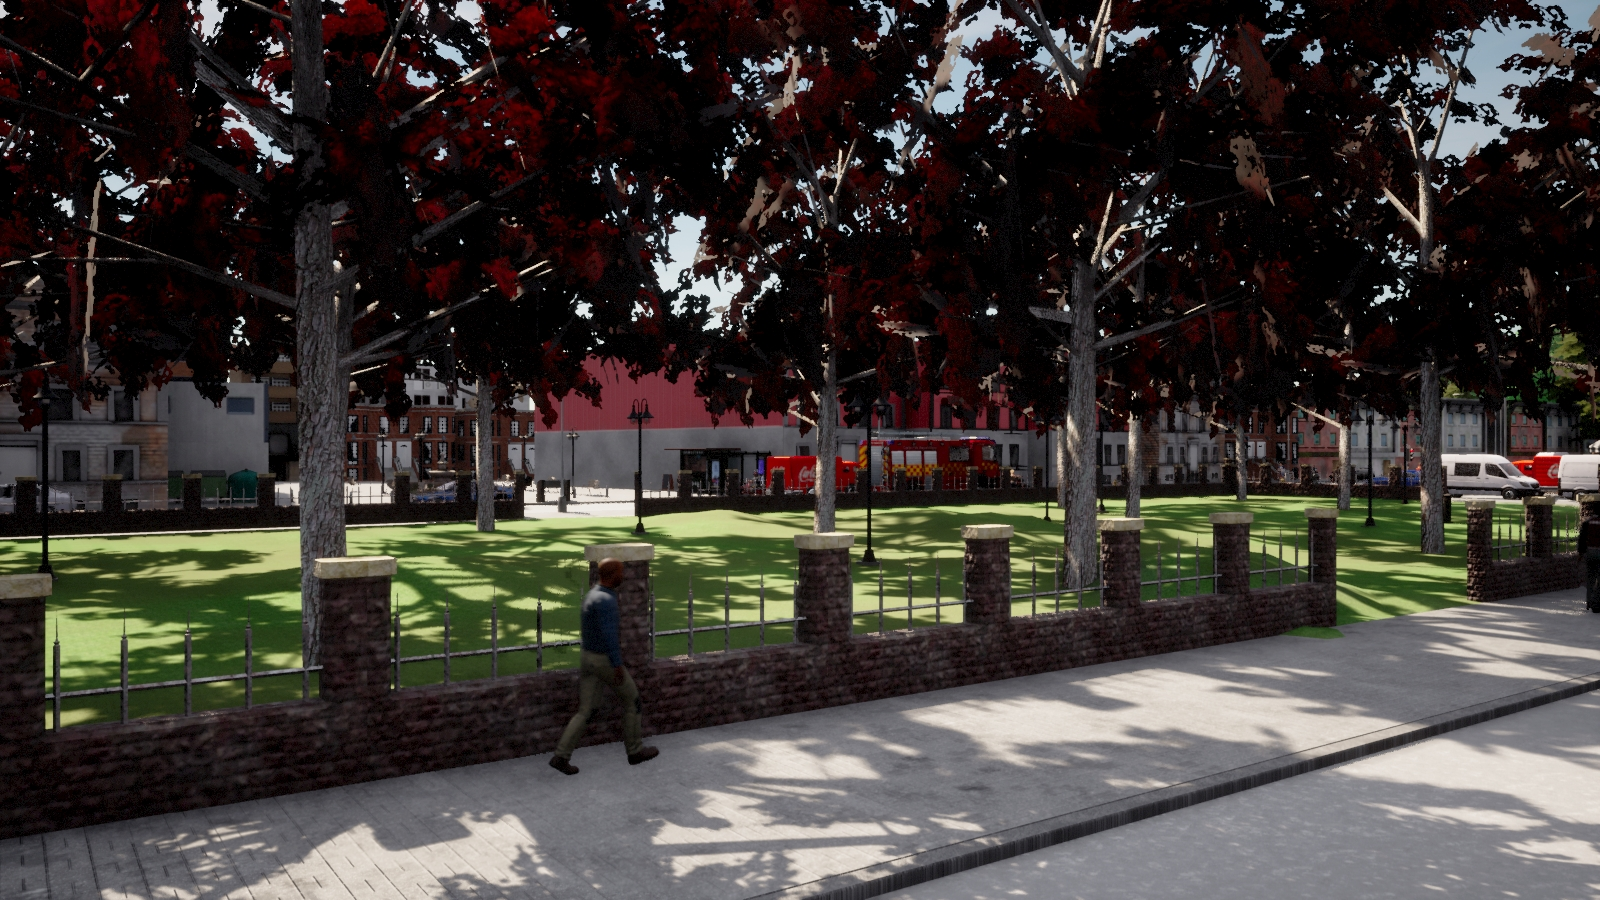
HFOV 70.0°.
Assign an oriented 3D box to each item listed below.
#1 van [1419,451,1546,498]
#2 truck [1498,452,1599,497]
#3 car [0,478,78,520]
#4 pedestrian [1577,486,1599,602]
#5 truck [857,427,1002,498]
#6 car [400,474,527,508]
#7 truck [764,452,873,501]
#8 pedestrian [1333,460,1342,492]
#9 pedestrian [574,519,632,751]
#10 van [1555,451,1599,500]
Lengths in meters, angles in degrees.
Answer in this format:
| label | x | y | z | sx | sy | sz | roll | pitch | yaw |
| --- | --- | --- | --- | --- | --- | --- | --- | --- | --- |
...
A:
| label | x | y | z | sx | sy | sz | roll | pitch | yaw |
| --- | --- | --- | --- | --- | --- | --- | --- | --- | --- |
| van | 38.735 | 1.314 | 65.046 | 1.988 | 2.561 | 5.915 | 0 | 0 | -34 |
| truck | 43.313 | 1.345 | 65.355 | 2.627 | 2.467 | 5.204 | 0 | 0 | -35 |
| car | -30.335 | 1.841 | 43.318 | 4.892 | 1.480 | 2.231 | 0 | 0 | -36 |
| pedestrian | 13.025 | 1.525 | 18.710 | 0.375 | 1.860 | 0.375 | 0 | 0 | -34 |
| truck | 7.473 | 0.671 | 65.186 | 8.468 | 3.827 | 2.891 | 0 | 0 | -35 |
| car | -15.738 | 1.886 | 53.531 | 5.357 | 1.411 | 2.033 | 0 | 0 | -35 |
| truck | 0.982 | 1.348 | 60.339 | 5.204 | 2.467 | 2.627 | 0 | 0 | -35 |
| pedestrian | 31.208 | 1.523 | 66.328 | 0.375 | 1.860 | 0.375 | 0 | 0 | -34 |
| pedestrian | -1.647 | 1.525 | 9.559 | 0.375 | 1.860 | 0.375 | 0 | 0 | -29 |
| van | 42.801 | 1.314 | 59.145 | 1.988 | 2.561 | 5.915 | 0 | 0 | -34 |
